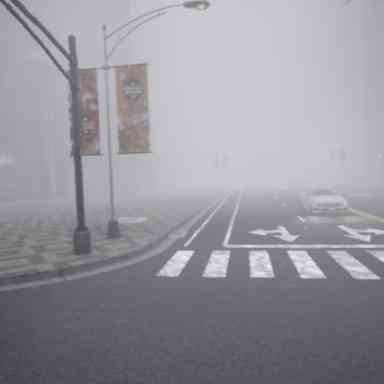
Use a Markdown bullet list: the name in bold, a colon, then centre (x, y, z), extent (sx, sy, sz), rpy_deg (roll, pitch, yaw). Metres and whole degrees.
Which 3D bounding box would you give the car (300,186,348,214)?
- **car**: centre (7.317, 0.404, 18.835), extent (1.812, 1.442, 4.674), rpy_deg (-2, 4, 9)
